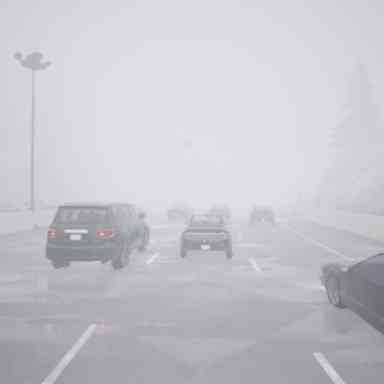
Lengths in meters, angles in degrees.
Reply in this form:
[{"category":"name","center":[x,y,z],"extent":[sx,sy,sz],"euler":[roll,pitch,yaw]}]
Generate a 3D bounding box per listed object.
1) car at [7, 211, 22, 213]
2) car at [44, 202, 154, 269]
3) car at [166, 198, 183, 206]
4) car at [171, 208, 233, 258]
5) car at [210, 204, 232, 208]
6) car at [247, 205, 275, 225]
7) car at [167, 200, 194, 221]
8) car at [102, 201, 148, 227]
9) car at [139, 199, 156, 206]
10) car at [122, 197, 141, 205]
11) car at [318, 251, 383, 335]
[{"category":"car","center":[-17.820,1.714,36.409],"extent":[2.097,1.767,4.553],"euler":[0,-1,10]},{"category":"car","center":[-3.023,1.347,11.778],"extent":[2.150,2.045,5.566],"euler":[0,0,3]},{"category":"car","center":[-3.846,2.135,73.560],"extent":[2.097,1.767,4.553],"euler":[0,-1,21]},{"category":"car","center":[0.622,1.644,13.523],"extent":[2.128,1.511,4.902],"euler":[0,-1,4]},{"category":"car","center":[2.612,1.819,30.430],"extent":[1.882,1.535,5.008],"euler":[0,-1,9]},{"category":"car","center":[5.626,1.817,27.043],"extent":[1.837,1.490,4.892],"euler":[0,0,8]},{"category":"car","center":[-0.911,1.813,30.581],"extent":[1.882,1.535,5.008],"euler":[0,-1,9]},{"category":"car","center":[-5.099,1.627,26.002],"extent":[2.097,1.767,4.553],"euler":[0,-1,8]},{"category":"car","center":[-10.225,2.382,76.471],"extent":[1.895,1.301,4.718],"euler":[0,-1,21]},{"category":"car","center":[-13.898,2.136,76.650],"extent":[2.097,1.767,4.553],"euler":[0,-1,20]},{"category":"car","center":[3.692,1.613,5.047],"extent":[2.033,1.411,5.357],"euler":[0,-1,2]}]
